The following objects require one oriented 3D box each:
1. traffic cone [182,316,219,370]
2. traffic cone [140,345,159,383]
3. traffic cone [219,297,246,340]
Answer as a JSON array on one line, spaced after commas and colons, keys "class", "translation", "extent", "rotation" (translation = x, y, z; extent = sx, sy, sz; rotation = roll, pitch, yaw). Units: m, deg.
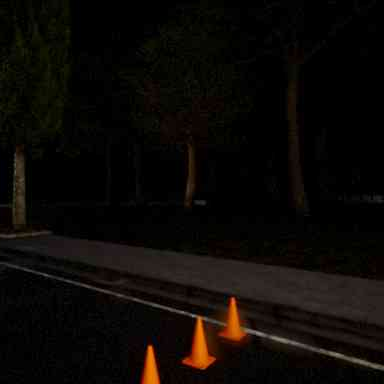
[{"class": "traffic cone", "translation": [0.092, 1.962, 4.444], "extent": [0.340, 0.580, 0.340], "rotation": [0, 0, 33]}, {"class": "traffic cone", "translation": [-0.459, 1.961, 3.610], "extent": [0.340, 0.580, 0.340], "rotation": [0, 0, 33]}, {"class": "traffic cone", "translation": [0.642, 1.964, 5.277], "extent": [0.340, 0.580, 0.340], "rotation": [0, 0, 34]}]
